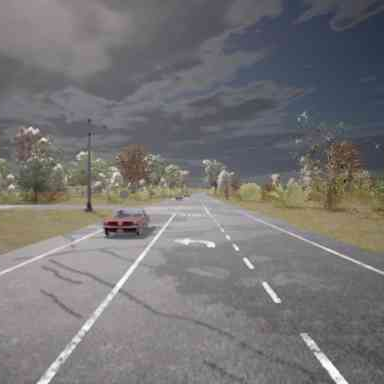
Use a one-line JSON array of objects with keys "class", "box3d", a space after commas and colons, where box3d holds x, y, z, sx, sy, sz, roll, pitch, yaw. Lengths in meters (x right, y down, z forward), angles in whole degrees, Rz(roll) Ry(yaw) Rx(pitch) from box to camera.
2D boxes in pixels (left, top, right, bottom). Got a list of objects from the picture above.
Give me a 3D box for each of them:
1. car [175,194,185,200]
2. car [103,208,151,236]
[{"class": "car", "box3d": [-3.320, 1.431, 84.037, 1.895, 1.301, 4.718, 0, 0, 0]}, {"class": "car", "box3d": [-3.485, 1.579, 18.414, 1.895, 1.301, 4.718, 0, 0, 0]}]
